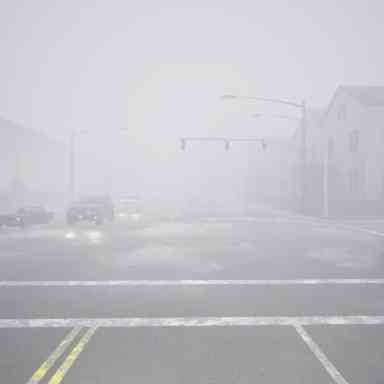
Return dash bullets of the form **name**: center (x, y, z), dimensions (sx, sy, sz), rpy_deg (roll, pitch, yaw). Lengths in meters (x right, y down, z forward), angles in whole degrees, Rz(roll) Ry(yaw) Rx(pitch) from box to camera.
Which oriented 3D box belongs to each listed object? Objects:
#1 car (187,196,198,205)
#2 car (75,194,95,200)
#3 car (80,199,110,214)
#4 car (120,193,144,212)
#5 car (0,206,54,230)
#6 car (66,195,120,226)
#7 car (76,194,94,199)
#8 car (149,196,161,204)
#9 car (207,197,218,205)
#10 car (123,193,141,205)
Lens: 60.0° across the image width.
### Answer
- **car**: center (0.059, 1.491, 58.669), dimensions (2.128, 1.511, 4.902), rpy_deg (0, 0, 0)
- **car**: center (-28.880, 1.452, 89.786), dimensions (2.038, 1.542, 4.974), rpy_deg (0, 0, 29)
- **car**: center (-10.563, 1.564, 36.577), dimensions (1.994, 1.385, 4.181), rpy_deg (0, 0, 0)
- **car**: center (-7.061, 1.221, 39.154), dimensions (2.150, 2.045, 5.566), rpy_deg (0, 0, 0)
- **car**: center (-10.579, 1.601, 21.021), dimensions (1.895, 1.301, 4.718), rpy_deg (0, 0, 0)
- **car**: center (-7.076, 1.224, 23.858), dimensions (2.150, 2.045, 5.566), rpy_deg (0, 0, 0)
- **car**: center (-28.904, 1.295, 89.741), dimensions (1.853, 1.218, 4.536), rpy_deg (0, 0, 29)
- **car**: center (-6.987, 1.506, 63.727), dimensions (1.837, 1.490, 4.892), rpy_deg (0, 0, 1)
- **car**: center (3.558, 1.599, 58.695), dimensions (1.895, 1.301, 4.718), rpy_deg (0, 0, 0)
- **car**: center (-10.521, 1.221, 58.914), dimensions (2.150, 2.045, 5.566), rpy_deg (0, 0, 0)
